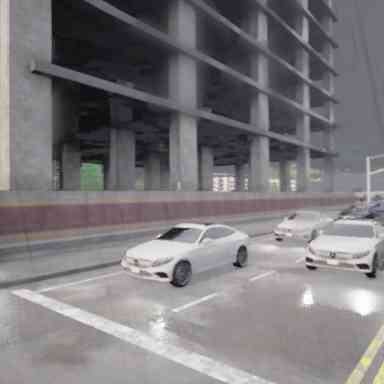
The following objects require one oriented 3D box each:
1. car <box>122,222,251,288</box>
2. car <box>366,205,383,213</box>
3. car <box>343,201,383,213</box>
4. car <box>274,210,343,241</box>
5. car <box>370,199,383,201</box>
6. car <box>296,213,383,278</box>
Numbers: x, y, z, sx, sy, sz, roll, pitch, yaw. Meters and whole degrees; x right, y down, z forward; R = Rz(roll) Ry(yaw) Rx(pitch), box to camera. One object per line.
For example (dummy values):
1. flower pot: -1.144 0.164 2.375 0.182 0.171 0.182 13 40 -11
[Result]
1. car: 0.088 1.657 9.963 1.812 1.442 4.674 -1 -1 40
2. car: 10.936 1.624 17.554 1.837 1.490 4.892 -1 -1 40
3. car: 12.401 1.688 24.793 2.128 1.511 4.902 -1 -1 40
4. car: 5.903 1.688 16.971 1.812 1.442 4.674 -1 -1 40
5. car: 19.074 1.709 32.785 1.882 1.535 5.008 -1 -1 40
6. car: 5.240 1.615 10.687 1.812 1.442 4.674 -1 -1 40
